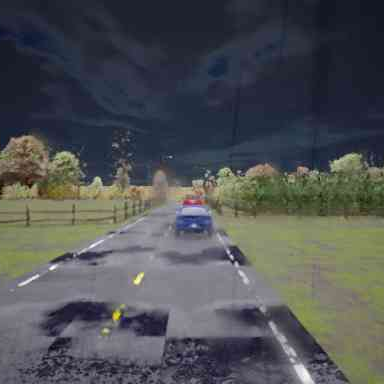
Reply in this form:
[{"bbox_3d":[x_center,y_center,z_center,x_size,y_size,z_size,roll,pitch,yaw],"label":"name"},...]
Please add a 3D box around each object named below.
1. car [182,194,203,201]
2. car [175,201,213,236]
[{"bbox_3d":[0.087,1.219,37.813,2.150,2.045,5.566,0,0,0],"label":"car"},{"bbox_3d":[0.093,1.477,18.363,1.882,1.535,5.008,0,0,0],"label":"car"}]
